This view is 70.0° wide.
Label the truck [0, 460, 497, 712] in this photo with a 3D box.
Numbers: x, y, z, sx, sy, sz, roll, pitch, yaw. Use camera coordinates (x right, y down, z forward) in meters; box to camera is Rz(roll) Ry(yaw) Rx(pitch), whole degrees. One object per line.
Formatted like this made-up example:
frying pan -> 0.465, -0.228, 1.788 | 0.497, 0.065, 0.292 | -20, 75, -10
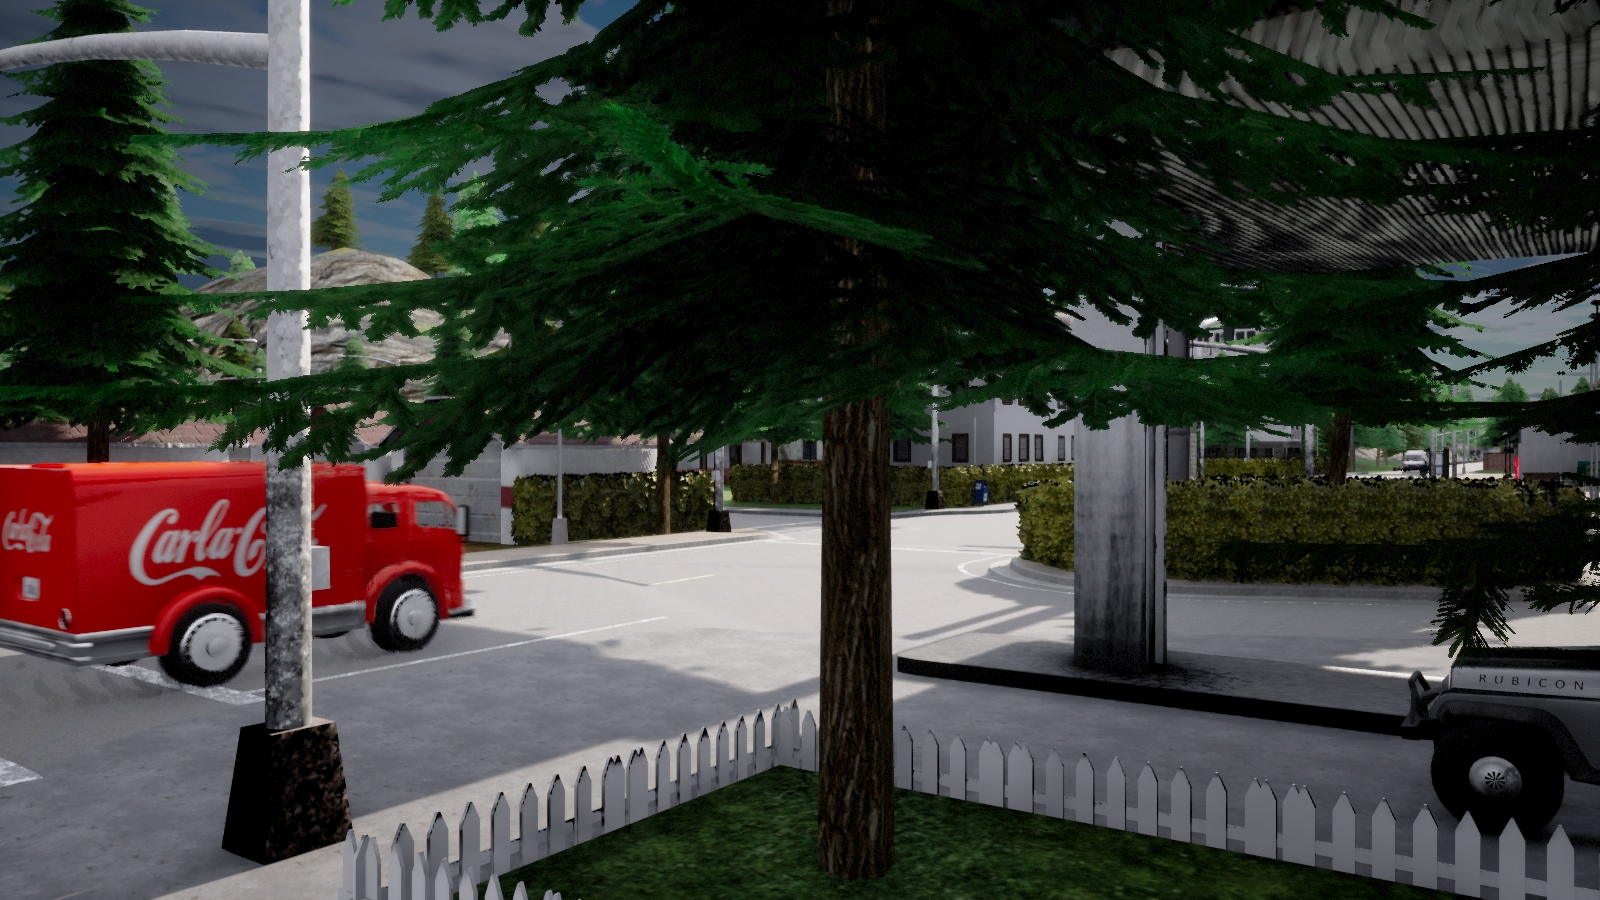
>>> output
truck -> -6.699, 1.364, 14.162 | 2.627, 2.467, 5.204 | 0, 0, 36
